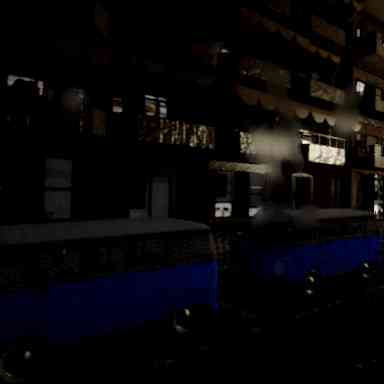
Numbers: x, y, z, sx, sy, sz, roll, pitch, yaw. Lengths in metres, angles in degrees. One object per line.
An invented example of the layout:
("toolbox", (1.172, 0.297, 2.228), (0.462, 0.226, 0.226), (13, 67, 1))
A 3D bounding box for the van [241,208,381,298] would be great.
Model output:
("van", (3.039, 1.331, 8.255), (3.998, 1.788, 1.690), (0, 2, -36))

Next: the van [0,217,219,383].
("van", (-1.457, 1.339, 5.033), (3.998, 1.788, 1.690), (0, 2, -36))
